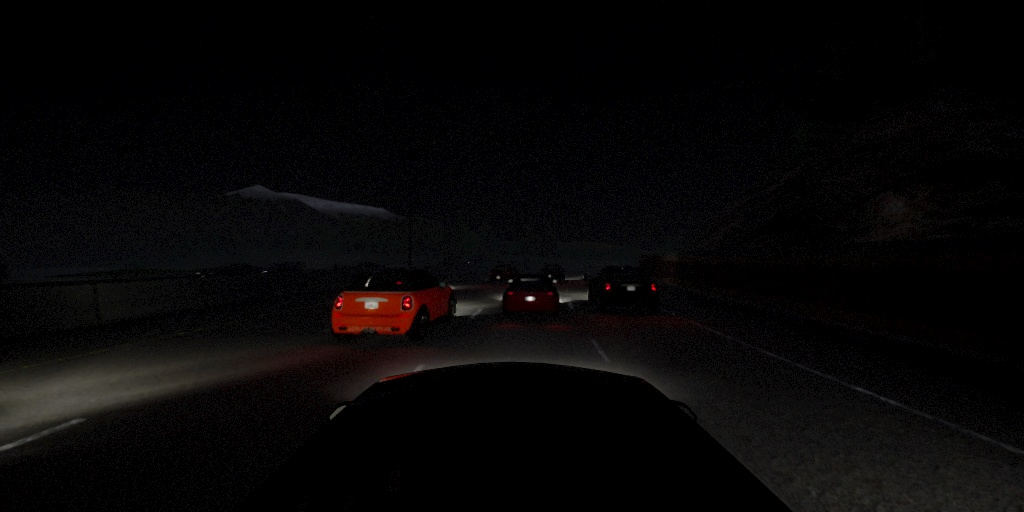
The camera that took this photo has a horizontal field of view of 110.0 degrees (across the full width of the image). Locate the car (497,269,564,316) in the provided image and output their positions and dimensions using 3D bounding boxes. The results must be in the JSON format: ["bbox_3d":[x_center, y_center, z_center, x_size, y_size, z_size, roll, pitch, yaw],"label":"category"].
[{"bbox_3d":[0.775,1.372,13.694,1.994,1.385,4.181,0,0,5],"label":"car"}]

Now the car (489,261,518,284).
[{"bbox_3d":[-0.558,1.396,28.553,1.812,1.442,4.674,0,0,11],"label":"car"}]

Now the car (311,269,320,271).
[{"bbox_3d":[-17.274,1.439,35.039,1.895,1.301,4.718,0,0,13],"label":"car"}]

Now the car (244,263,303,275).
[{"bbox_3d":[-21.323,1.338,32.685,1.812,1.442,4.674,0,0,12],"label":"car"}]

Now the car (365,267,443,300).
[{"bbox_3d":[-5.638,1.358,19.644,2.033,1.411,5.357,0,0,8],"label":"car"}]

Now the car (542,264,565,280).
[{"bbox_3d":[3.507,1.422,30.874,1.812,1.442,4.674,0,0,12],"label":"car"}]

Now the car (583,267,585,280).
[{"bbox_3d":[7.622,1.448,33.035,1.812,1.442,4.674,0,0,14],"label":"car"}]

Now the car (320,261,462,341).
[{"bbox_3d":[-3.013,1.129,10.149,2.097,1.767,4.553,0,0,3],"label":"car"}]

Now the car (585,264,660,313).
[{"bbox_3d":[4.403,1.178,14.742,2.097,1.767,4.553,0,0,6],"label":"car"}]

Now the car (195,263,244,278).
[{"bbox_3d":[-25.018,1.344,32.233,2.033,1.411,5.357,0,0,11],"label":"car"}]
